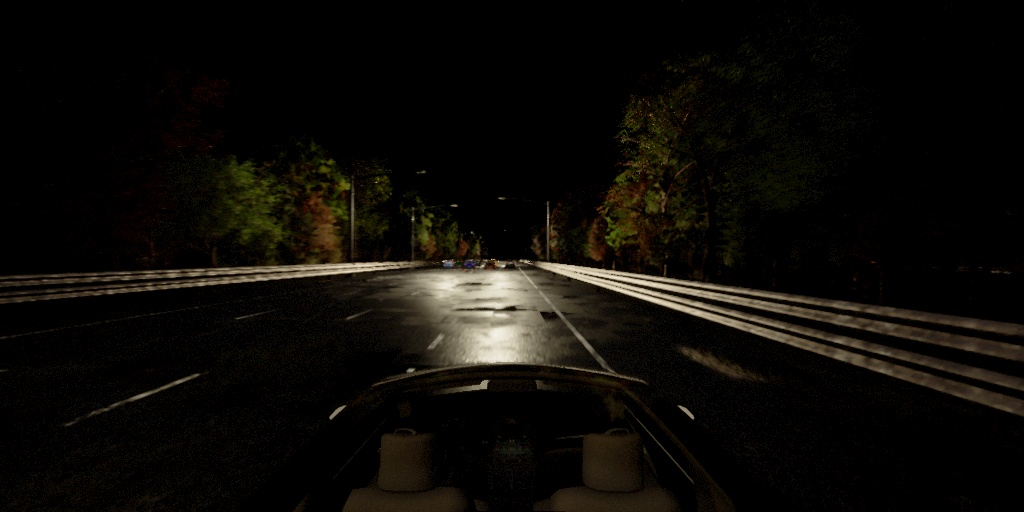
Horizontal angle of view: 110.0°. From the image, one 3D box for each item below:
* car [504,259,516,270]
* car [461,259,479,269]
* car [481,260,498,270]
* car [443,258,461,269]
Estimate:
[{"bbox_3d":[-0.328,1.658,63.180,1.994,1.385,4.181,0,0,0],"label":"car"},{"bbox_3d":[-7.328,1.589,63.176,1.812,1.442,4.674,0,0,0],"label":"car"},{"bbox_3d":[-3.826,1.580,62.778,1.837,1.490,4.892,0,0,0],"label":"car"},{"bbox_3d":[-10.826,1.593,62.741,2.033,1.411,5.357,0,0,0],"label":"car"}]
